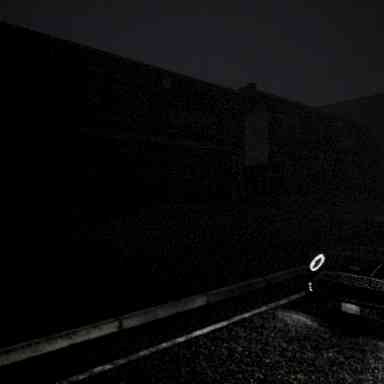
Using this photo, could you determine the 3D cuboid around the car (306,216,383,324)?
[{"bbox_3d":[4.343,1.324,6.981,4.553,1.767,2.097,-1,0,-40],"label":"car"}]
